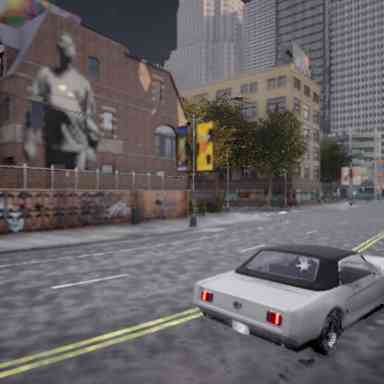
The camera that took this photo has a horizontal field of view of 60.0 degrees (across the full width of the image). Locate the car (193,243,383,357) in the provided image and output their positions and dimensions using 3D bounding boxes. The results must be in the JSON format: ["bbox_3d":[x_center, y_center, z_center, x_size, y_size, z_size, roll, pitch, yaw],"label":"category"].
[{"bbox_3d":[2.346,1.635,6.176,4.718,1.301,1.895,0,0,-42],"label":"car"}]
